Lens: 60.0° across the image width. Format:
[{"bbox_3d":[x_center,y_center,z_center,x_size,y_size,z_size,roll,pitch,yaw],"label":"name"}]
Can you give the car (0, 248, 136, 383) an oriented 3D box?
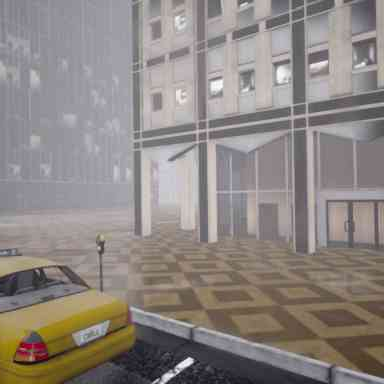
[{"bbox_3d":[-2.988,1.528,5.021,4.829,1.417,1.752,0,-1,36],"label":"car"}]
